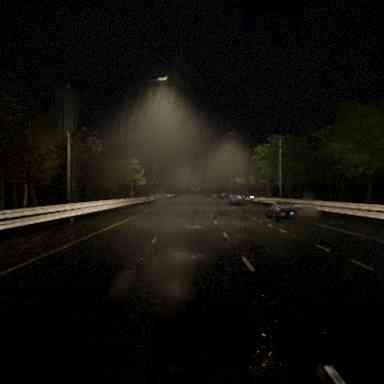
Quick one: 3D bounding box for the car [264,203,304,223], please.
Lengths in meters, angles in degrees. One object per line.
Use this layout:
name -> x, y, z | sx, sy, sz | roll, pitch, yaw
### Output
car -> 7.026, 1.559, 25.835 | 2.033, 1.411, 5.357 | 0, 0, 0

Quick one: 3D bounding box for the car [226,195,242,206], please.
car -> 7.128, 1.591, 55.188 | 1.994, 1.385, 4.181 | 0, 0, 0
